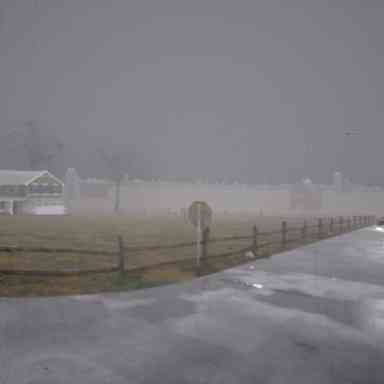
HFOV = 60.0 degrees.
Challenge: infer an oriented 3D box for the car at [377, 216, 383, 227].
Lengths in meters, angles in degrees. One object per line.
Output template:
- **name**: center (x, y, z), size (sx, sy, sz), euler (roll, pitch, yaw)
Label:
- **car**: center (24.775, 3.753, 42.313), size (1.895, 1.301, 4.718), euler (1, -2, 35)
